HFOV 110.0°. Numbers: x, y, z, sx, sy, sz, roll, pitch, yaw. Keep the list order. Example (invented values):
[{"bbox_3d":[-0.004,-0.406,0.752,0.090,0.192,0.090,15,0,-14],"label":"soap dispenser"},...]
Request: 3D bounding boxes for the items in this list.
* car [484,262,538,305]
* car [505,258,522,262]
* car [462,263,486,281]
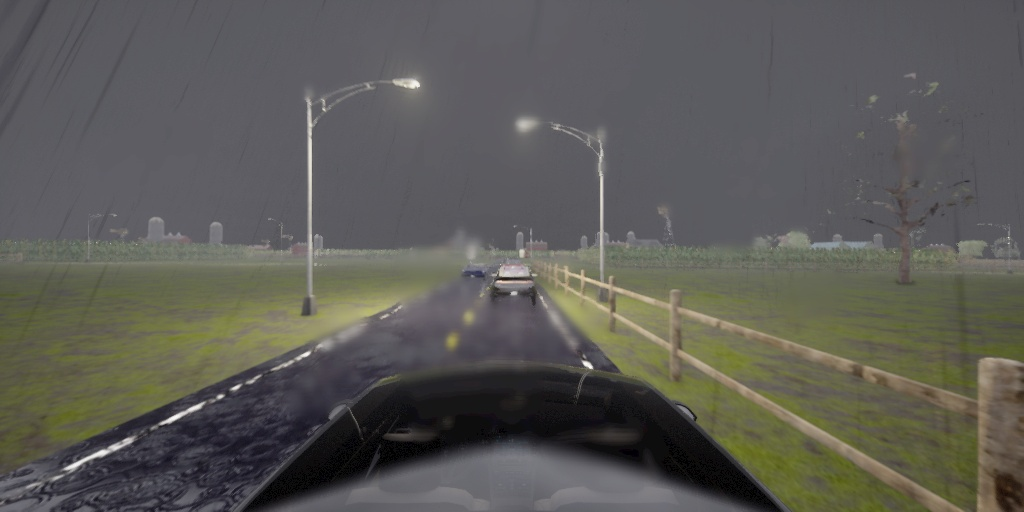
[{"bbox_3d":[0.104,1.183,15.785,2.128,1.511,4.902,0,0,0],"label":"car"},{"bbox_3d":[0.106,0.973,32.127,2.097,1.767,4.553,0,0,0],"label":"car"},{"bbox_3d":[-2.839,1.236,28.854,1.895,1.301,4.718,0,0,0],"label":"car"}]
